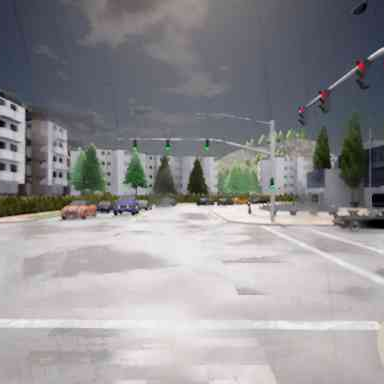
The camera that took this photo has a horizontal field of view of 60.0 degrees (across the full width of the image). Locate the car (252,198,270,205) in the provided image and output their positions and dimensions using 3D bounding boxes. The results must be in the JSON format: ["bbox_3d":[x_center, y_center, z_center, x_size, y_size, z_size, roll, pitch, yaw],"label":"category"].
[{"bbox_3d":[14.913,2.046,72.441,4.902,1.511,2.128,0,-1,-36],"label":"car"}]

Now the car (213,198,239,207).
[{"bbox_3d":[6.504,1.956,62.928,1.837,1.490,4.892,0,-1,32],"label":"car"}]

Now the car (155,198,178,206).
[{"bbox_3d":[-4.837,1.957,64.654,2.128,1.511,4.902,0,0,28],"label":"car"}]

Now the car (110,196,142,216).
[{"bbox_3d":[-7.134,1.486,36.599,2.150,2.045,5.566,0,0,-3],"label":"car"}]

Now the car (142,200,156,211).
[{"bbox_3d":[-6.737,1.859,46.100,1.812,1.442,4.674,0,0,5],"label":"car"}]

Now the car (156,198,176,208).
[{"bbox_3d":[-4.505,2.009,56.554,1.895,1.301,4.718,0,0,20],"label":"car"}]

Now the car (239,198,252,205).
[{"bbox_3d":[10.249,2.004,73.104,5.008,1.535,1.882,0,-1,-39],"label":"car"}]

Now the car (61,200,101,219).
[{"bbox_3d":[-10.558,1.579,31.299,2.097,1.767,4.553,0,0,1],"label":"car"}]

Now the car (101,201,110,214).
[{"bbox_3d":[-10.570,1.843,40.769,2.033,1.411,5.357,0,0,0],"label":"car"}]

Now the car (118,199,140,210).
[{"bbox_3d":[-9.590,1.895,51.004,1.812,1.442,4.674,0,0,11],"label":"car"}]

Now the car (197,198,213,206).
[{"bbox_3d":[2.709,1.935,63.467,1.882,1.535,5.008,0,-1,30],"label":"car"}]

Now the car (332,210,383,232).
[{"bbox_3d":[11.288,1.749,20.615,4.718,1.301,1.895,0,0,3],"label":"car"}]
